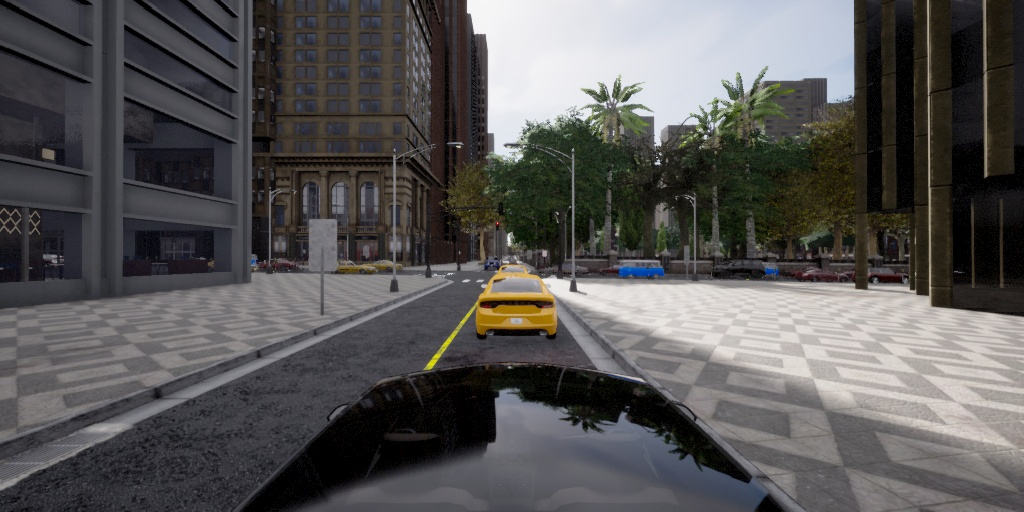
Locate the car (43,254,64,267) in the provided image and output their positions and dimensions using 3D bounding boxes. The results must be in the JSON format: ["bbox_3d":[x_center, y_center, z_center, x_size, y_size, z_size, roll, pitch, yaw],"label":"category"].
[{"bbox_3d":[-43.498,0.508,33.502,4.097,1.591,1.967,0,0,0],"label":"car"}]

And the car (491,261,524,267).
[{"bbox_3d":[0.042,1.235,20.168,1.882,1.535,5.008,0,0,0],"label":"car"}]

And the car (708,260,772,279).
[{"bbox_3d":[24.382,1.431,38.951,5.566,2.045,2.150,0,0,0],"label":"car"}]

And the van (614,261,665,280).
[{"bbox_3d":[11.942,1.315,33.156,3.998,1.789,1.690,0,0,0],"label":"van"}]

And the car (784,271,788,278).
[{"bbox_3d":[34.077,1.933,41.544,4.507,1.381,1.888,0,0,0],"label":"car"}]

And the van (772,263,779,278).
[{"bbox_3d":[28.554,1.638,41.579,3.998,1.789,1.690,0,0,0],"label":"van"}]

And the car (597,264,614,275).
[{"bbox_3d":[11.984,1.606,41.682,4.207,1.307,1.802,0,0,0],"label":"car"}]

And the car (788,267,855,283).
[{"bbox_3d":[28.512,1.830,33.053,4.207,1.307,1.802,0,0,0],"label":"car"}]

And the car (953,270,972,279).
[{"bbox_3d":[45.974,2.132,38.718,4.181,1.385,1.994,1,0,1],"label":"car"}]

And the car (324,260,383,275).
[{"bbox_3d":[-14.975,1.053,33.324,4.829,1.417,1.751,0,0,0],"label":"car"}]

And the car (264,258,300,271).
[{"bbox_3d":[-25.760,0.913,39.254,4.674,1.442,1.812,1,0,0],"label":"car"}]

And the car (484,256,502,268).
[{"bbox_3d":[-2.975,1.036,54.563,2.150,2.045,5.566,0,0,0],"label":"car"}]

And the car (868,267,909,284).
[{"bbox_3d":[34.035,1.779,33.019,4.097,1.591,1.967,0,0,0],"label":"car"}]

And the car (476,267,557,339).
[{"bbox_3d":[0.112,1.230,10.108,1.882,1.535,5.008,0,0,0],"label":"car"}]

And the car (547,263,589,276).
[{"bbox_3d":[5.597,1.450,39.061,5.357,1.411,2.033,1,0,0],"label":"car"}]

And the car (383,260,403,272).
[{"bbox_3d":[-15.272,1.102,41.851,4.829,1.417,1.751,0,0,0],"label":"car"}]

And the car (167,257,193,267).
[{"bbox_3d":[-37.782,0.775,41.991,4.313,1.339,1.948,0,0,0],"label":"car"}]

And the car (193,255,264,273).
[{"bbox_3d":[-26.316,0.868,33.395,4.829,1.417,1.751,0,0,0],"label":"car"}]
